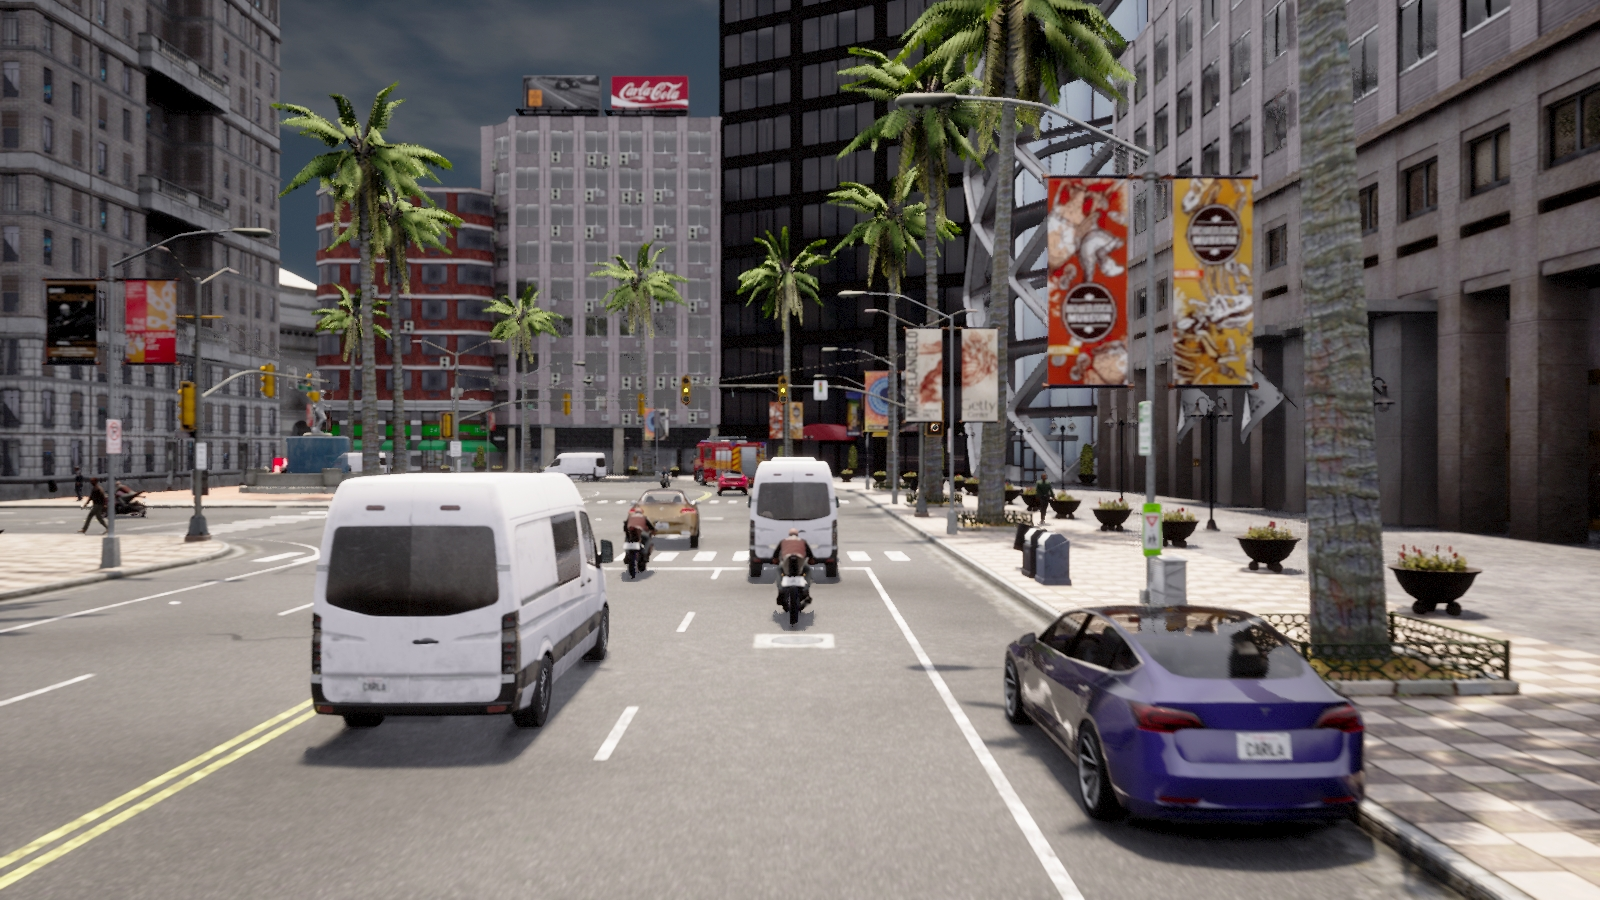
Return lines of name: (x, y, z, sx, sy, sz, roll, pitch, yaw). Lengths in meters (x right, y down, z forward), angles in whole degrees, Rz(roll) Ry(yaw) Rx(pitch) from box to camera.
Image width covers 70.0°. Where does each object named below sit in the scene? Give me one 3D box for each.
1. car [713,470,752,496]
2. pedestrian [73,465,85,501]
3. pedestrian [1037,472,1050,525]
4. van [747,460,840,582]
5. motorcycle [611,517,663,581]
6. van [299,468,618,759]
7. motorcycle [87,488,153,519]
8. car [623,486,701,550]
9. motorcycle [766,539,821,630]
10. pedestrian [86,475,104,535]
car: (-4.335, 2.065, 72.528, 2.231, 1.480, 4.892, 0, 0, -6)
pedestrian: (-37.098, 1.699, 58.777, 0.375, 1.860, 0.375, 0, 0, -6)
pedestrian: (8.538, 1.699, 40.087, 0.375, 1.860, 0.375, 0, 0, 0)
van: (-0.159, 1.536, 27.384, 1.988, 2.561, 5.915, 0, 0, 0)
motorcycle: (-3.646, 2.207, 25.773, 0.867, 1.251, 2.209, 0, 0, 0)
van: (-3.582, 1.535, 13.362, 1.988, 2.561, 5.915, 0, 0, 0)
motorcycle: (-28.127, 2.207, 47.270, 2.209, 1.251, 0.867, 0, 0, 0)
car: (-4.106, 1.994, 34.735, 2.152, 1.651, 5.027, 0, 0, -5)
motorcycle: (-0.108, 2.206, 19.095, 0.867, 1.251, 2.209, 0, 0, 0)
pedestrian: (-21.963, 1.699, 35.583, 0.375, 1.860, 0.375, 0, 0, 42)
